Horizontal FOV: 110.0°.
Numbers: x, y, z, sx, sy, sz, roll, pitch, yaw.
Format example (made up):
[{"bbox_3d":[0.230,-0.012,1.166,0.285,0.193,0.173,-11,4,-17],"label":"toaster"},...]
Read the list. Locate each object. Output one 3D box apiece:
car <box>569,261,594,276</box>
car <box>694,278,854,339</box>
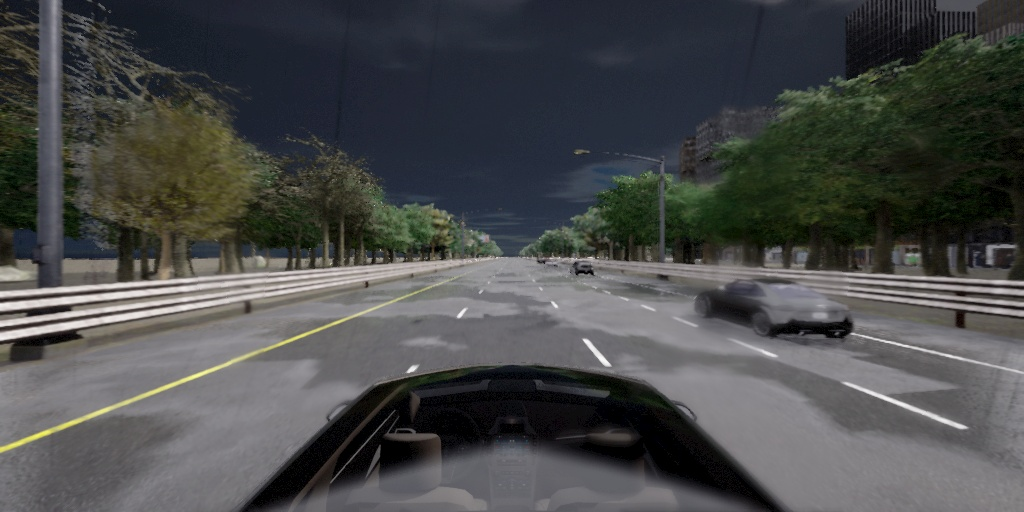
[{"bbox_3d":[7.039,1.266,36.487,1.837,1.490,4.892,0,0,0],"label":"car"},{"bbox_3d":[6.998,1.321,10.145,1.994,1.385,4.181,0,0,0],"label":"car"}]
